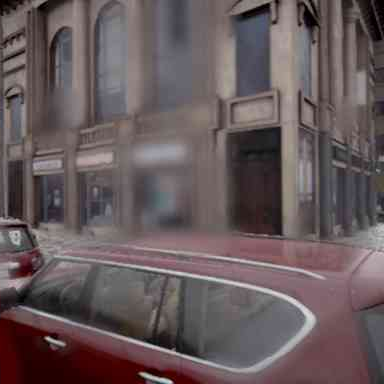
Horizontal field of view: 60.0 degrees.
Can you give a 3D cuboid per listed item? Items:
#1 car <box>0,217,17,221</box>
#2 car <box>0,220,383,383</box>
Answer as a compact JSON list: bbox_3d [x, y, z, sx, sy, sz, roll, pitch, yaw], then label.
[{"bbox_3d":[-4.845,1.392,6.423,5.009,1.841,2.192,-1,0,36],"label":"car"},{"bbox_3d":[-0.416,1.337,3.263,5.009,1.841,2.192,-1,0,36],"label":"car"}]
